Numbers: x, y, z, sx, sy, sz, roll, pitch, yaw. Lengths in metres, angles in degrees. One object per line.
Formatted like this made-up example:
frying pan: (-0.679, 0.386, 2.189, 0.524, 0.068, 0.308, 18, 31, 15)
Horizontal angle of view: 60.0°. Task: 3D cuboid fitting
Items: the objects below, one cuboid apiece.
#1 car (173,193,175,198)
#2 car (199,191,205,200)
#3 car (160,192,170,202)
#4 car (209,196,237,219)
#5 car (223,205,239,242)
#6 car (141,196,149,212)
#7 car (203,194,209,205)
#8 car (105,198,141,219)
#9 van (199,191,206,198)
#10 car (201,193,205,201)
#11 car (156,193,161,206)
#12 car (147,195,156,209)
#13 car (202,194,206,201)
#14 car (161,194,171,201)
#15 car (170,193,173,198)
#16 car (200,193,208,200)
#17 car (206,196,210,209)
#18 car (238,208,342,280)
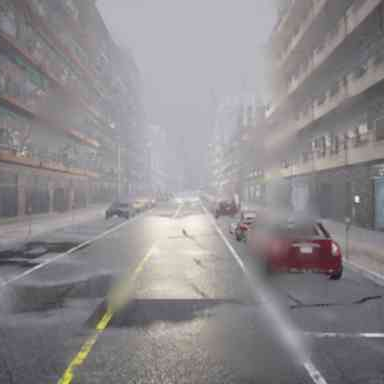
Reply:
car: (-5.654, 0.860, 89.253, 1.967, 1.590, 4.097, 1, 0, 0)
car: (2.718, 1.120, 66.500, 1.887, 1.381, 4.507, 1, 0, 0)
car: (-5.663, 1.165, 60.899, 2.008, 1.369, 4.403, 1, 0, 0)
car: (2.709, 1.275, 26.805, 1.967, 1.590, 4.097, 1, 0, 0)
car: (2.706, 1.487, 15.467, 1.802, 1.307, 4.206, 1, 0, 0)
car: (-5.670, 1.326, 32.375, 1.752, 1.417, 4.829, 1, 0, 0)
car: (2.711, 1.314, 38.148, 2.008, 1.369, 4.403, 1, 0, 0)
car: (-5.672, 1.401, 26.874, 1.947, 1.339, 4.313, 1, 0, 0)
van: (2.694, 0.761, 89.181, 1.690, 1.788, 3.998, 1, 0, 0)
car: (2.714, 1.234, 49.489, 1.887, 1.381, 4.507, 1, 0, 0)
car: (-5.666, 1.167, 43.886, 1.967, 1.590, 4.097, 1, 0, 0)
car: (-5.669, 1.314, 38.216, 2.008, 1.369, 4.403, 1, 0, 0)
car: (2.712, 1.277, 43.819, 2.008, 1.369, 4.403, 1, 0, 0)
car: (-5.661, 1.119, 72.241, 1.802, 1.307, 4.206, 1, 0, 0)
car: (-5.658, 0.891, 66.568, 2.192, 1.841, 5.009, 1, 0, 0)
car: (2.711, 1.022, 78.011, 1.752, 1.417, 4.829, 1, 0, 0)
car: (2.709, 1.344, 32.478, 1.887, 1.381, 4.507, 1, 0, 0)
car: (2.705, 1.380, 9.794, 1.967, 1.590, 4.097, 1, 0, 0)
